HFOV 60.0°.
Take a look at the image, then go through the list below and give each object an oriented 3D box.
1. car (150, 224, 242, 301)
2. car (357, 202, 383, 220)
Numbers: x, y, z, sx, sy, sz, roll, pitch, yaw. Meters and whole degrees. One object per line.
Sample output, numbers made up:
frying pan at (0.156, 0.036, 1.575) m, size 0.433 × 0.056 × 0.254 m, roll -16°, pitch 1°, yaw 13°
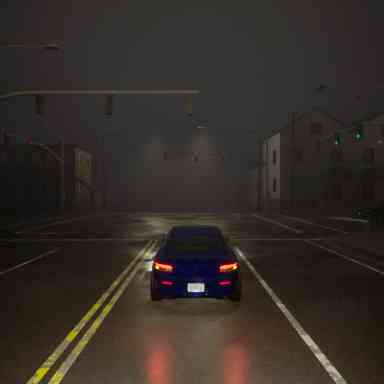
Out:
car at (0.089, 1.526, 8.184) m, size 1.812 × 1.442 × 4.674 m, roll 0°, pitch 0°, yaw 0°
car at (16.378, 1.526, 27.930) m, size 4.674 × 1.442 × 1.812 m, roll 0°, pitch 0°, yaw -1°
